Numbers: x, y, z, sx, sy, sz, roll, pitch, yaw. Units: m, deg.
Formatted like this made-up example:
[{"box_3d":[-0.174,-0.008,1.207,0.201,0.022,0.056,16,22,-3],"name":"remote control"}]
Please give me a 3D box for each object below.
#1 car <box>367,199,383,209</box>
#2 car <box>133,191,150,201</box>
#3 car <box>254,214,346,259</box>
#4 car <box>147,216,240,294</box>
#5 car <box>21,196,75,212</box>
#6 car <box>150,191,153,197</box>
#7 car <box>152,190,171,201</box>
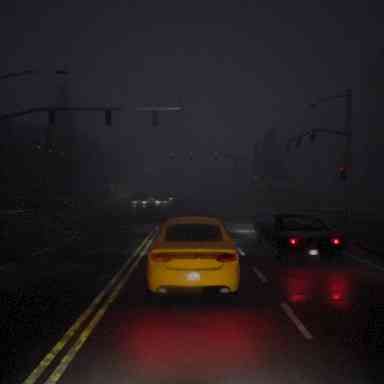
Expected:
[{"box_3d":[21.578,1.084,35.829,4.718,1.301,1.895,0,1,-2],"name":"car"},{"box_3d":[-8.417,0.718,54.569,1.837,1.490,4.892,0,1,-1],"name":"car"},{"box_3d":[3.497,1.429,11.844,1.895,1.301,4.718,0,1,-1],"name":"car"},{"box_3d":[0.030,1.353,8.517,1.882,1.535,5.008,0,1,0],"name":"car"},{"box_3d":[-13.181,1.085,30.519,4.674,1.442,1.812,0,0,5],"name":"car"},{"box_3d":[-8.782,0.517,70.976,2.033,1.411,5.357,0,1,-2],"name":"car"},{"box_3d":[-4.914,0.778,54.505,1.994,1.385,4.181,0,1,-1],"name":"car"}]
